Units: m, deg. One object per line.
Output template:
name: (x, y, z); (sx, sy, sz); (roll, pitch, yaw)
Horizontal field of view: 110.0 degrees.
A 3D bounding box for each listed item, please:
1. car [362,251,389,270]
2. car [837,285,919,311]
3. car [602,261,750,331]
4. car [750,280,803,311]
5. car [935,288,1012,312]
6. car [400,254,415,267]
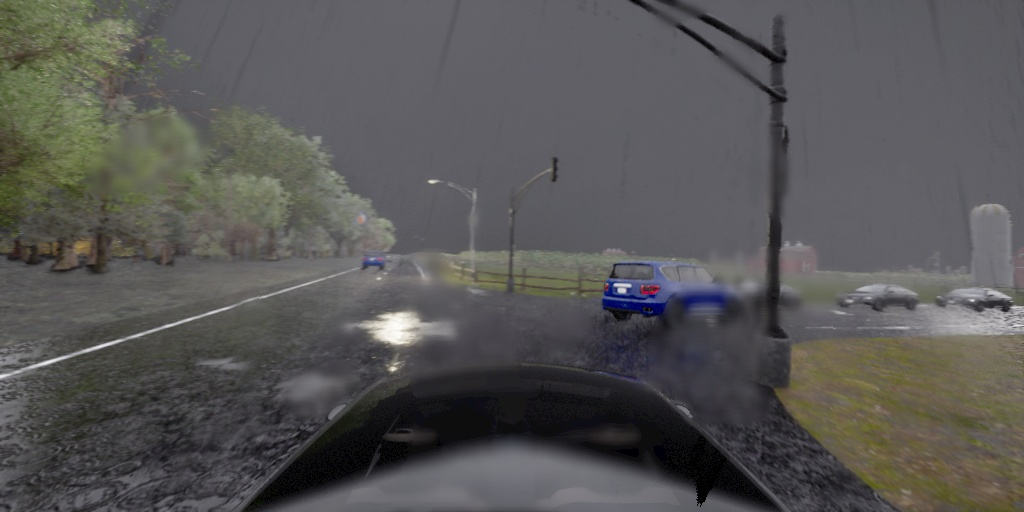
car: (-15.457, 0.472, 40.262); (2.150, 2.045, 5.566); (2, 0, -16)
car: (21.438, 2.398, 20.967); (4.674, 1.442, 1.812); (3, -1, -16)
car: (5.561, 1.259, 12.294); (5.566, 2.045, 2.150); (3, -3, -33)
car: (12.678, 1.988, 18.536); (4.674, 1.442, 1.812); (3, -1, -15)
car: (30.299, 2.813, 23.463); (4.674, 1.442, 1.812); (3, -1, -16)
car: (-15.419, 0.617, 52.824); (2.097, 1.767, 4.553); (2, 0, -16)
